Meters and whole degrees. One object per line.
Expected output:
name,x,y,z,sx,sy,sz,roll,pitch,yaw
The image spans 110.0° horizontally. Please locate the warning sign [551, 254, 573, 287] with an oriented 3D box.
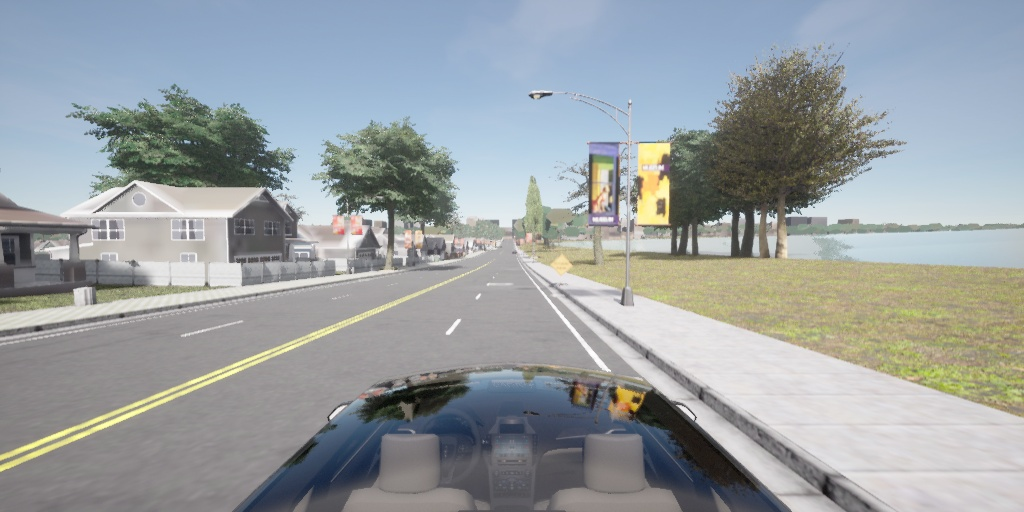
warning sign,2.850,0.824,21.023,1.300,1.860,1.060,0,0,0
